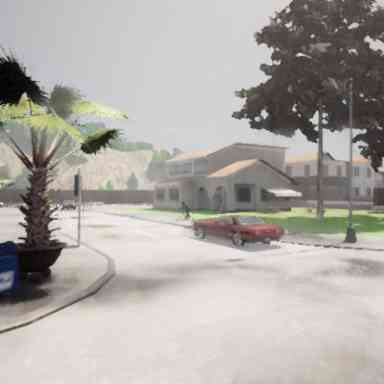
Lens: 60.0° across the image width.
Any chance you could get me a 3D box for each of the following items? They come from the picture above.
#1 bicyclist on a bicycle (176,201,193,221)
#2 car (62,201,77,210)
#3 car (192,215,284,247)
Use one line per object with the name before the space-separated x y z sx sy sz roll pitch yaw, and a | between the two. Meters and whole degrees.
bicyclist on a bicycle | -0.590 1.559 27.592 1.656 1.620 0.582 0 0 -32
car | -17.795 1.921 48.232 1.895 1.301 4.718 0 -1 -23
car | 1.963 1.728 15.806 1.895 1.301 4.718 0 -1 -33
